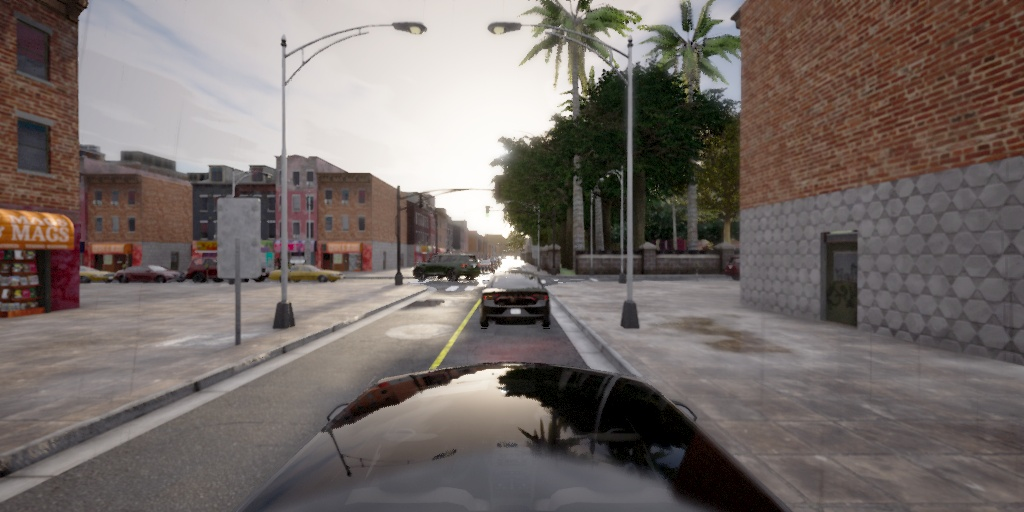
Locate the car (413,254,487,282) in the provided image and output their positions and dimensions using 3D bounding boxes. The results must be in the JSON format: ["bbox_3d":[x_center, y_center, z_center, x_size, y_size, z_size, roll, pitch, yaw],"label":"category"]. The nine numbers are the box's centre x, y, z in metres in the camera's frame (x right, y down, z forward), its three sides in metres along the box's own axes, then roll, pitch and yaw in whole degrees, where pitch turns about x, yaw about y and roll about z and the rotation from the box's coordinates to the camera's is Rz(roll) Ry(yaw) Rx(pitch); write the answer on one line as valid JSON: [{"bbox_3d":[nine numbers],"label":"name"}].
[{"bbox_3d":[-5.017,0.864,27.355,5.566,2.045,2.150,0,-1,32],"label":"car"}]

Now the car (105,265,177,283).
[{"bbox_3d":[-25.557,1.286,25.428,4.207,1.307,1.802,0,0,0],"label":"car"}]

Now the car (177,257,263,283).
[{"bbox_3d":[-20.105,1.004,25.444,5.009,1.841,2.192,0,0,0],"label":"car"}]

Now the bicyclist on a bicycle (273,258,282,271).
[{"bbox_3d":[-20.198,0.972,31.085,0.582,1.620,1.656,0,0,0],"label":"bicyclist on a bicycle"}]

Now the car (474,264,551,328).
[{"bbox_3d":[0.081,1.184,11.221,1.882,1.535,5.008,0,1,0],"label":"car"}]

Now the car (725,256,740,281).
[{"bbox_3d":[17.956,0.909,25.562,5.009,1.841,2.192,0,0,0],"label":"car"}]

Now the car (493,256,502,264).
[{"bbox_3d":[-2.900,0.866,59.506,2.097,1.767,4.553,0,0,0],"label":"car"}]

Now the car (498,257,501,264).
[{"bbox_3d":[-2.928,1.154,49.431,1.895,1.301,4.718,0,0,0],"label":"car"}]

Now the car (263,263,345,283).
[{"bbox_3d":[-14.483,1.200,25.462,4.829,1.417,1.751,0,0,0],"label":"car"}]

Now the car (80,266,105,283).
[{"bbox_3d":[-30.839,1.244,25.411,4.829,1.417,1.751,0,0,0],"label":"car"}]

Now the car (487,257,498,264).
[{"bbox_3d":[-2.930,1.115,40.347,1.812,1.442,4.674,0,0,0],"label":"car"}]
